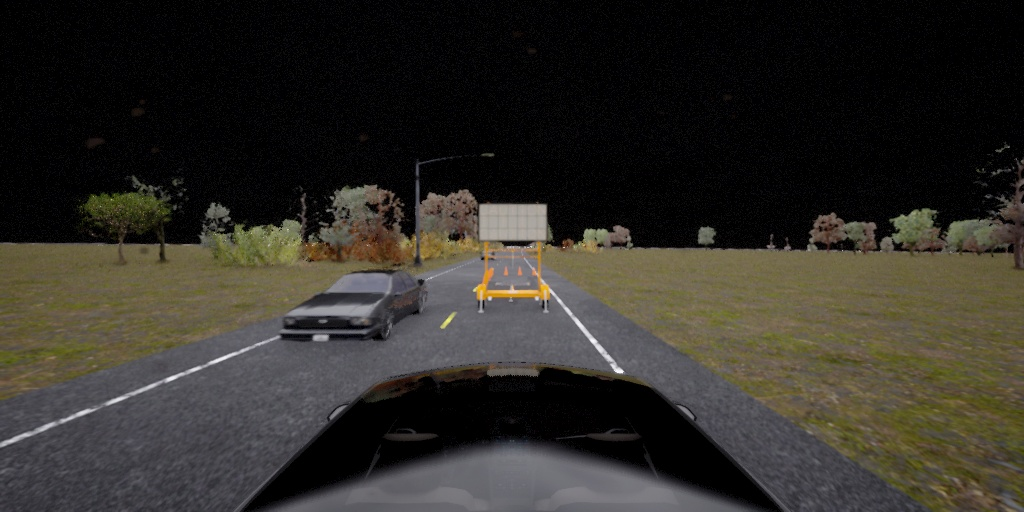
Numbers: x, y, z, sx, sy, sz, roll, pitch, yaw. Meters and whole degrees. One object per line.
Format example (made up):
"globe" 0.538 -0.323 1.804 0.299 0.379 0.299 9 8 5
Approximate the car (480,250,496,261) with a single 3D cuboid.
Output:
"car" -3.326 -0.102 49.972 1.837 1.490 4.892 0 2 1

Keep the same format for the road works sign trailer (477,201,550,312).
"road works sign trailer" 0.032 -0.090 12.484 2.380 3.560 2.880 0 0 -1

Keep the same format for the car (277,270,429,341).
"car" -3.589 1.080 9.390 2.033 1.411 5.357 0 2 0
